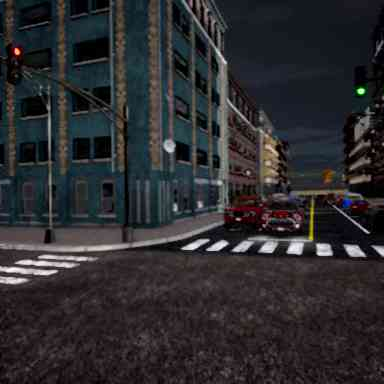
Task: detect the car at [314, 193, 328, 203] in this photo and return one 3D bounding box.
[{"bbox_3d":[22.275,1.100,57.442,1.837,1.490,4.892,-1,0,20],"label":"car"}]

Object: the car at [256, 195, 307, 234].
[{"bbox_3d":[5.175,1.260,18.776,2.097,1.767,4.553,-1,0,19],"label":"car"}]

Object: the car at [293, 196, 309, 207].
[{"bbox_3d":[15.385,1.315,46.861,1.895,1.301,4.718,-1,0,20],"label":"car"}]

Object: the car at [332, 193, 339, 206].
[{"bbox_3d":[20.400,1.084,44.926,1.967,1.590,4.097,-1,0,20],"label":"car"}]

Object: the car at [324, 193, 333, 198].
[{"bbox_3d":[35.561,0.891,86.675,2.008,1.369,4.403,-1,0,20],"label":"car"}]

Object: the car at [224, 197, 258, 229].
[{"bbox_3d":[3.517,1.243,21.523,2.192,1.841,5.009,-1,0,20],"label":"car"}]

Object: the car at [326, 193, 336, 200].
[{"bbox_3d":[31.772,0.963,76.238,1.887,1.381,4.507,-1,0,20],"label":"car"}]

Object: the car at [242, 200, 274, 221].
[{"bbox_3d":[5.415,1.437,26.742,1.887,1.381,4.507,-1,0,20],"label":"car"}]

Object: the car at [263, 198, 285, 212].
[{"bbox_3d":[9.206,1.366,37.179,1.887,1.381,4.507,-1,0,20],"label":"car"}]

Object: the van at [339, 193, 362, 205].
[{"bbox_3d":[16.609,1.057,34.489,1.690,1.788,3.998,-1,0,20],"label":"van"}]

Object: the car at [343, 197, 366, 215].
[{"bbox_3d":[14.717,1.334,29.271,1.802,1.307,4.206,-1,0,20],"label":"car"}]

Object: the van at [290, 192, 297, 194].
[{"bbox_3d":[22.468,0.902,73.708,1.690,1.788,3.998,-1,0,20],"label":"van"}]

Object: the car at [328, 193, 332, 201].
[{"bbox_3d":[24.192,1.121,55.364,2.008,1.369,4.403,-1,0,20],"label":"car"}]

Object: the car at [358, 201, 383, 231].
[{"bbox_3d":[10.927,1.389,18.834,1.947,1.339,4.313,-1,0,20],"label":"car"}]

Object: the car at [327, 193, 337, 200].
[{"bbox_3d":[29.876,1.002,71.019,1.887,1.381,4.507,-1,0,20],"label":"car"}]
